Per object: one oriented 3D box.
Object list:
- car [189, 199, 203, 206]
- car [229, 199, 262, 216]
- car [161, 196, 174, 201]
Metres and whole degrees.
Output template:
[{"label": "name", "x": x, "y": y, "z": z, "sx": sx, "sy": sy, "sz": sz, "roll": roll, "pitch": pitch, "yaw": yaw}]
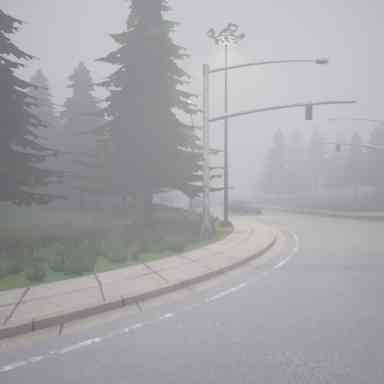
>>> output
[{"label": "car", "x": 0.871, "y": 1.487, "z": 48.077, "sx": 2.128, "sy": 1.511, "sz": 4.902, "roll": 0, "pitch": 0, "yaw": -16}, {"label": "car", "x": 5.153, "y": 1.503, "z": 32.662, "sx": 1.837, "sy": 1.490, "sz": 4.892, "roll": 0, "pitch": 0, "yaw": -15}, {"label": "car", "x": -5.094, "y": 1.494, "z": 67.907, "sx": 2.128, "sy": 1.511, "sz": 4.902, "roll": 0, "pitch": 0, "yaw": -18}]
